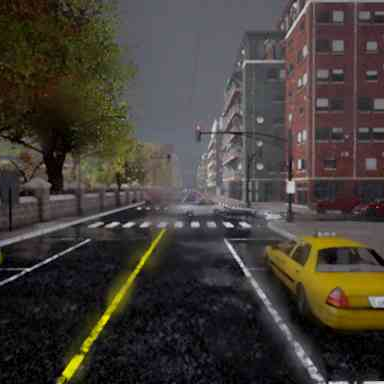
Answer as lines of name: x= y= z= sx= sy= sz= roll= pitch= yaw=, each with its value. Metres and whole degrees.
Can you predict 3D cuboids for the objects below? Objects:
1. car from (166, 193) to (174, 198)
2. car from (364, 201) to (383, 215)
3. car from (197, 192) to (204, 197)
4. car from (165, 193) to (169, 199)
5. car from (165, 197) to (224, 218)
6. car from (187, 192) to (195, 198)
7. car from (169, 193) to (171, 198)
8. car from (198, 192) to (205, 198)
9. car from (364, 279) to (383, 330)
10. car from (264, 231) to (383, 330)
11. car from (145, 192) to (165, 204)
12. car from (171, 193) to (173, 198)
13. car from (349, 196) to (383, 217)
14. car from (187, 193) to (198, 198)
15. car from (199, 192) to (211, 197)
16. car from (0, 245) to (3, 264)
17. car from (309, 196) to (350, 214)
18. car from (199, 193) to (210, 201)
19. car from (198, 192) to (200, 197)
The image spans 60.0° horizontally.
car: x=-5.899 y=0.823 z=89.016 sx=1.802 sy=1.307 sz=4.206 roll=0 pitch=0 yaw=0
car: x=20.228 y=1.620 z=33.777 sx=4.507 sy=1.381 sz=1.887 roll=1 pitch=0 yaw=0
car: x=2.468 y=0.743 z=94.571 sx=1.887 sy=1.381 sz=4.507 roll=0 pitch=0 yaw=0
car: x=-5.836 y=0.905 z=61.340 sx=1.967 sy=1.590 sz=4.097 roll=0 pitch=0 yaw=0
car: x=0.378 y=1.350 z=27.602 sx=4.718 sy=1.301 sz=1.895 roll=-1 pitch=1 yaw=-41
car: x=-0.198 y=0.818 z=86.005 sx=1.994 sy=1.385 sz=4.181 roll=0 pitch=0 yaw=0
car: x=-5.848 y=0.964 z=66.876 sx=1.887 sy=1.381 sz=4.507 roll=0 pitch=0 yaw=0
car: x=2.481 y=0.787 z=89.036 sx=1.887 sy=1.381 sz=4.507 roll=0 pitch=0 yaw=0
car: x=2.687 y=1.555 z=1.096 sx=1.947 sy=1.339 sz=4.313 roll=0 pitch=1 yaw=0
car: x=2.673 y=1.462 z=6.897 sx=1.752 sy=1.417 sz=4.829 roll=0 pitch=1 yaw=0
car: x=-5.811 y=0.871 z=50.269 sx=2.192 sy=1.841 sz=5.009 roll=0 pitch=0 yaw=0
car: x=-5.874 y=0.912 z=77.946 sx=1.802 sy=1.307 sz=4.206 roll=0 pitch=0 yaw=0
car: x=17.751 y=1.416 z=31.157 sx=4.553 sy=1.767 sz=2.097 roll=1 pitch=1 yaw=0
car: x=-0.046 y=0.990 z=64.093 sx=2.033 sy=1.411 sz=5.357 roll=0 pitch=0 yaw=0
car: x=2.557 y=1.035 z=55.996 sx=1.752 sy=1.417 sz=4.829 roll=0 pitch=0 yaw=0
car: x=-5.707 y=1.464 z=6.536 sx=1.752 sy=1.417 sz=4.829 roll=0 pitch=1 yaw=0
car: x=14.537 y=1.288 z=33.746 sx=5.009 sy=1.841 sz=2.192 roll=1 pitch=0 yaw=0
car: x=2.532 y=0.971 z=66.896 sx=2.008 sy=1.369 sz=4.403 roll=0 pitch=0 yaw=0
car: x=2.545 y=1.010 z=61.361 sx=1.887 sy=1.381 sz=4.507 roll=0 pitch=0 yaw=0
